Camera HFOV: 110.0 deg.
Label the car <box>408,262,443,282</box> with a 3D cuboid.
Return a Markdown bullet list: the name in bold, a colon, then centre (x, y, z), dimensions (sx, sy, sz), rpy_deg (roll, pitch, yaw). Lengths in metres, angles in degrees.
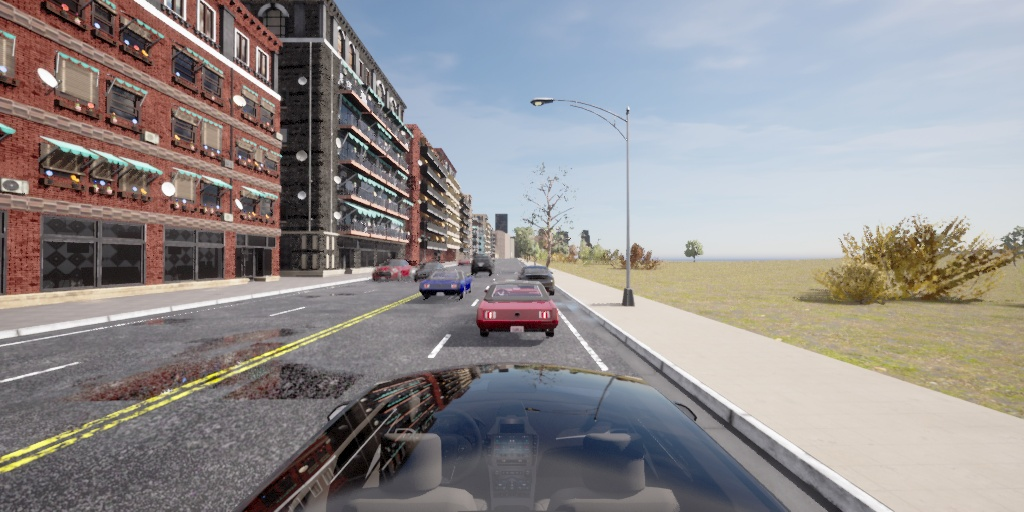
- **car**: centre (-6.486, 1.254, 28.725), dimensions (1.837, 1.490, 4.892), rpy_deg (0, 0, 0)

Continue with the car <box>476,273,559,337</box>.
- **car**: centre (0.135, 1.351, 10.246), dimensions (1.895, 1.301, 4.718), rpy_deg (0, 0, 0)

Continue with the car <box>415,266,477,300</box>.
- **car**: centre (-3.084, 1.351, 17.767), dimensions (1.895, 1.301, 4.718), rpy_deg (0, 0, 0)

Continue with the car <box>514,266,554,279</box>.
- **car**: centre (1.213, 1.256, 19.446), dimensions (1.837, 1.490, 4.892), rpy_deg (0, 0, 0)

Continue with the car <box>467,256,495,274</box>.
- **car**: centre (-2.997, 0.972, 37.393), dimensions (2.150, 2.045, 5.566), rpy_deg (0, 0, 0)

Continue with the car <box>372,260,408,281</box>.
- **car**: centre (-9.732, 1.101, 29.394), dimensions (2.097, 1.767, 4.553), rpy_deg (0, 0, 0)
